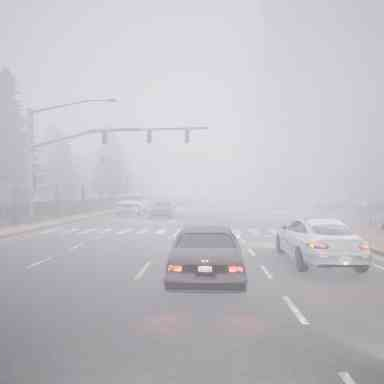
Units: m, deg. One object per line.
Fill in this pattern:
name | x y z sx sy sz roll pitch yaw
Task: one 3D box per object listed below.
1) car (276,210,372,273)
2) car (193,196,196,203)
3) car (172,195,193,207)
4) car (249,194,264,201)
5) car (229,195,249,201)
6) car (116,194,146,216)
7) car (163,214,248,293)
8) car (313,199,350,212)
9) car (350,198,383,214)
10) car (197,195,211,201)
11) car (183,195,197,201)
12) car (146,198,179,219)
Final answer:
car | 3.963 1.526 10.614 1.812 1.442 4.674 0 0 3
car | -0.599 1.477 69.417 1.882 1.535 5.008 0 0 5
car | -1.484 1.491 51.607 2.128 1.511 4.902 0 0 2
car | 17.008 1.540 87.807 5.357 1.411 2.033 0 0 -35
car | 11.994 1.525 88.171 4.902 1.511 2.128 0 0 -44
car | -5.786 1.223 32.571 2.150 2.045 5.566 0 0 2
car | 0.380 1.547 8.988 2.033 1.411 5.357 0 0 3
car | 16.997 1.547 39.615 4.902 1.511 2.128 0 0 3
car | 20.162 1.407 35.994 4.553 1.767 2.097 0 0 2
car | 3.053 1.500 82.011 1.837 1.490 4.892 0 0 28
car | -0.469 1.552 82.775 1.994 1.385 4.181 0 0 23
car | -2.447 1.504 28.678 1.837 1.490 4.892 0 0 2
